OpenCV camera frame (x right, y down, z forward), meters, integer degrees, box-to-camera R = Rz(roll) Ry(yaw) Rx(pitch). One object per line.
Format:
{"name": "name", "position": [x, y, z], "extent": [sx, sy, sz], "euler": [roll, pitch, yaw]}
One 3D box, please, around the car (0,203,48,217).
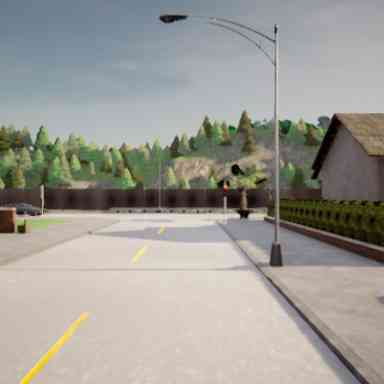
{"name": "car", "position": [-18.442, 1.885, 35.712], "extent": [5.357, 1.411, 2.033], "euler": [0, -1, 0]}
